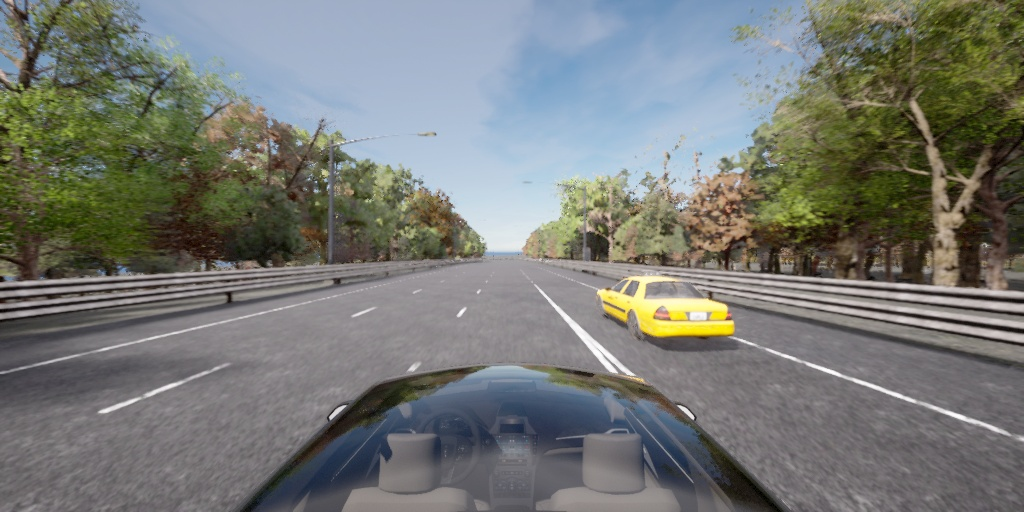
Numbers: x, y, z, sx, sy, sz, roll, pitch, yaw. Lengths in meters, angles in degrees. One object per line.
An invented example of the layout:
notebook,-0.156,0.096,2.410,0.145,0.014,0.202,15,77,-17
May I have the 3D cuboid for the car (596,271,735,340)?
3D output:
car,3.717,1.197,9.860,1.801,1.575,5.366,0,0,-2
